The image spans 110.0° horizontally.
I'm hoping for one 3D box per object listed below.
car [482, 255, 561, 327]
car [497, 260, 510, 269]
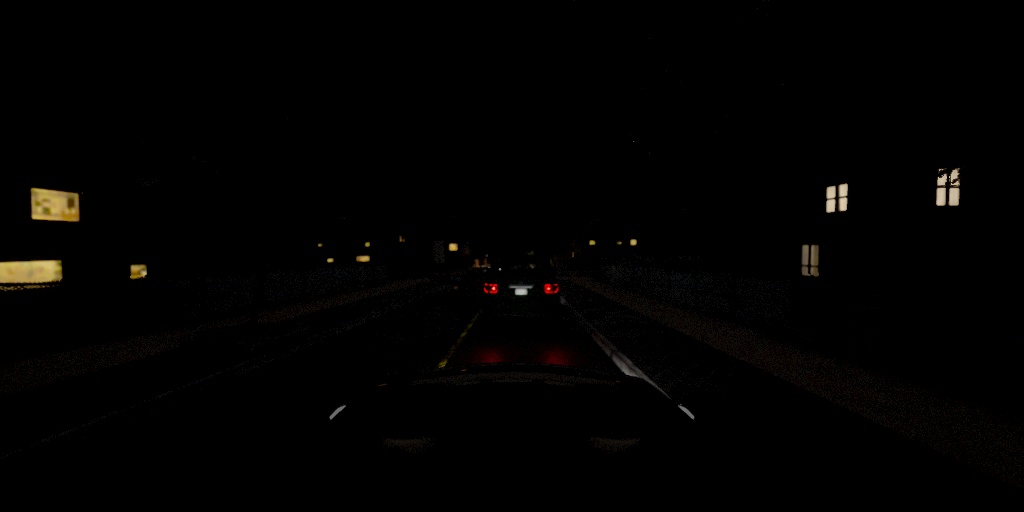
[{"bbox_3d":[0.284,0.994,11.717,2.150,2.045,5.566,0,0,1],"label":"car"},{"bbox_3d":[-1.541,1.454,64.868,2.128,1.511,4.902,0,0,2],"label":"car"}]
